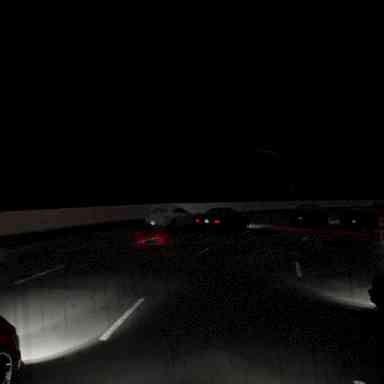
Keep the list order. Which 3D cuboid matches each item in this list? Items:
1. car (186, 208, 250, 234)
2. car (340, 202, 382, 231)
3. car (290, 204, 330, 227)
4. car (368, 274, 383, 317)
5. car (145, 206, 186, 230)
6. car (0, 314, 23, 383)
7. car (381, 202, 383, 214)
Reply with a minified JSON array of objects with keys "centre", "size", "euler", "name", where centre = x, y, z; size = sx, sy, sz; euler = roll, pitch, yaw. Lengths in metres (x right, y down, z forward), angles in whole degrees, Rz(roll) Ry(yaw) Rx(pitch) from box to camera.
[{"centre":[1.969,1.688,20.586],"size":[2.033,1.411,5.357],"euler":[0,0,27],"name":"car"},{"centre":[11.453,1.689,22.664],"size":[1.882,1.535,5.008],"euler":[0,-1,35],"name":"car"},{"centre":[8.933,1.684,25.018],"size":[1.882,1.535,5.008],"euler":[0,-1,35],"name":"car"},{"centre":[3.932,1.595,3.720],"size":[2.033,1.411,5.357],"euler":[0,0,7],"name":"car"},{"centre":[-1.327,1.655,22.054],"size":[1.812,1.442,4.674],"euler":[0,0,26],"name":"car"},{"centre":[-3.043,1.560,2.197],"size":[1.994,1.385,4.181],"euler":[0,0,3],"name":"car"},{"centre":[21.113,1.884,36.777],"size":[4.674,1.442,1.812],"euler":[1,-1,-39],"name":"car"}]
